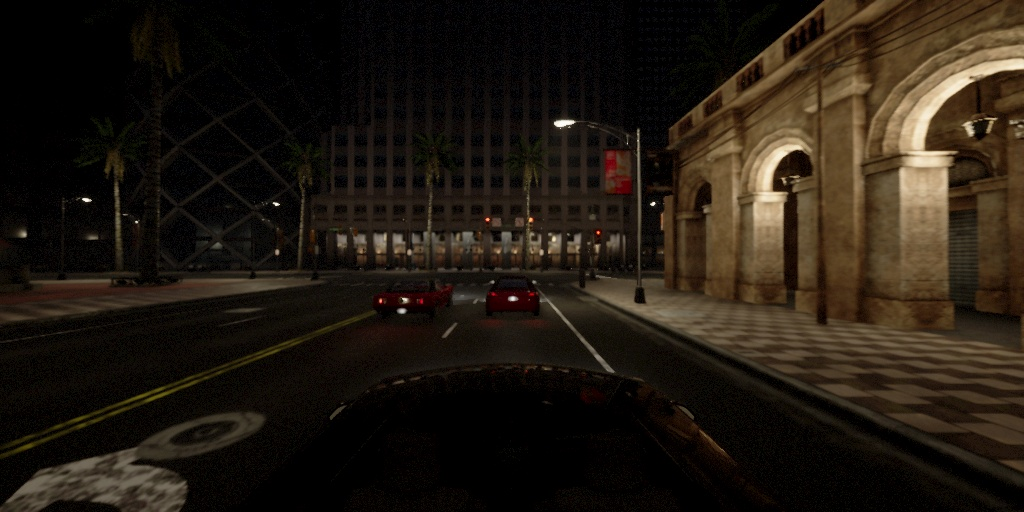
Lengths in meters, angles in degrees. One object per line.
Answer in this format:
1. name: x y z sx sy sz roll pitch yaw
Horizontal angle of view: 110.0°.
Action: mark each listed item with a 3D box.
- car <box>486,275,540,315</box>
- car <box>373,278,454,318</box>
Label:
1. car: 0.052 1.451 14.231 1.994 1.385 4.181 0 -1 1
2. car: -3.456 1.479 13.562 1.895 1.301 4.718 0 -1 1
